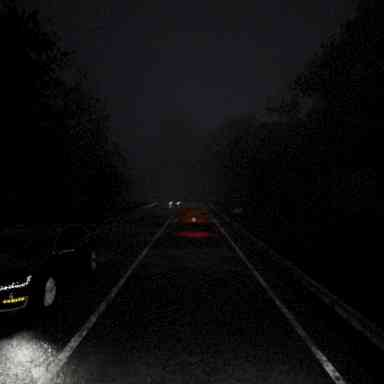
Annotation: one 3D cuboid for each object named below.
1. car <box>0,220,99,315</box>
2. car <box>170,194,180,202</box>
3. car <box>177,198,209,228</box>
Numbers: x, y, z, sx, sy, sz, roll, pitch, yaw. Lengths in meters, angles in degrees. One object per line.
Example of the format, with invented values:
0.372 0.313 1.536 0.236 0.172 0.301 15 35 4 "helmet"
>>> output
-3.600 1.493 7.784 1.837 1.490 4.892 0 0 0 "car"
-3.478 1.270 68.646 1.837 1.490 4.892 0 0 -1 "car"
0.101 1.419 21.629 1.882 1.535 5.008 0 0 0 "car"
